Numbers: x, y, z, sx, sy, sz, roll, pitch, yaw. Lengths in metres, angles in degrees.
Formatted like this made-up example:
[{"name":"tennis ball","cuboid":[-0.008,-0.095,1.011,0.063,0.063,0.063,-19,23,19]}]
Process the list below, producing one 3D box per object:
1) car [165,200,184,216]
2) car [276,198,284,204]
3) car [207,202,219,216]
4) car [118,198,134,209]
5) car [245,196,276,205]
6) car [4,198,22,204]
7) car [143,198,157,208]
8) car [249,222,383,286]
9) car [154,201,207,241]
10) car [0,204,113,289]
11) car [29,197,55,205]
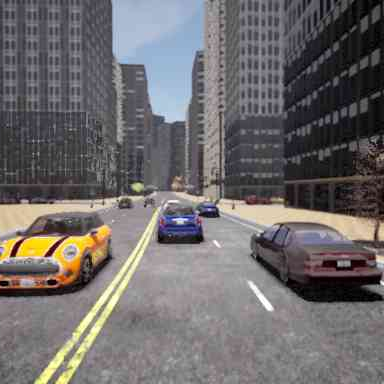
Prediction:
[{"name":"car","cuboid":[-1.895,1.601,34.215,1.812,1.442,4.674,0,0,-4]},{"name":"car","cuboid":[17.201,1.732,70.000,4.829,1.417,1.752,0,0,-3]},{"name":"car","cuboid":[1.478,1.626,32.673,1.994,1.385,4.181,0,0,-4]},{"name":"car","cuboid":[-9.633,1.624,48.721,1.837,1.490,4.892,0,-1,-4]},{"name":"car","cuboid":[12.226,1.606,61.319,5.009,1.841,2.192,0,0,-3]},{"name":"car","cuboid":[-32.311,1.602,58.654,4.206,1.307,1.802,0,0,-3]},{"name":"car","cuboid":[-6.592,1.656,52.124,1.837,1.490,4.892,0,0,-4]},{"name":"car","cuboid":[3.071,1.561,9.505,2.033,1.411,5.357,0,0,-3]},{"name":"car","cuboid":[-0.657,1.393,17.039,2.097,1.767,4.553,0,0,-4]},{"name":"car","cuboid":[-3.645,1.383,9.404,2.097,1.767,4.553,0,0,-3]},{"name":"car","cuboid":[-26.632,1.622,58.945,4.313,1.339,1.947,0,0,-3]}]
